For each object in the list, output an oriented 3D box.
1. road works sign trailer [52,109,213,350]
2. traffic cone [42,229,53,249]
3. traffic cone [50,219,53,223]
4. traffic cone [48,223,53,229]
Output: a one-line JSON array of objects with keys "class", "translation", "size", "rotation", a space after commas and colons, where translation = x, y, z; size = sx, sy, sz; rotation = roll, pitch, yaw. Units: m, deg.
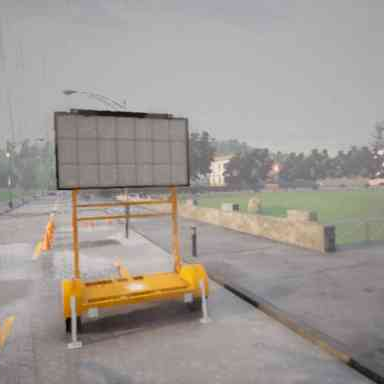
[{"class": "road works sign trailer", "translation": [-1.240, 0.327, 6.237], "size": [2.380, 3.560, 2.880], "rotation": [-2, 2, -21]}, {"class": "traffic cone", "translation": [-5.317, 1.774, 12.187], "size": [0.340, 0.580, 0.340], "rotation": [-2, 2, -21]}, {"class": "traffic cone", "translation": [-6.762, 1.718, 15.916], "size": [0.340, 0.580, 0.340], "rotation": [-2, 2, -21]}, {"class": "traffic cone", "translation": [-6.040, 1.746, 14.052], "size": [0.340, 0.580, 0.340], "rotation": [-2, 2, -21]}]
